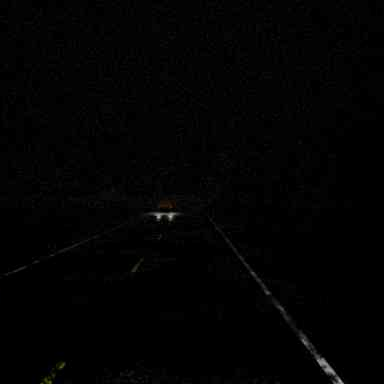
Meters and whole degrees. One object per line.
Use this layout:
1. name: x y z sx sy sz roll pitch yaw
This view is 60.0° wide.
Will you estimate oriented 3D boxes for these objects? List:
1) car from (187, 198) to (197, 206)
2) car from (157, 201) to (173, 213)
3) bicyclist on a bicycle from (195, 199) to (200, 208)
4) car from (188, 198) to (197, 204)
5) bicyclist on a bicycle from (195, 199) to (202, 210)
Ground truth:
1. car: 0.063 2.233 70.963 1.812 1.442 4.674 0 -1 0
2. car: -3.544 1.923 44.796 1.882 1.535 5.008 0 -1 0
3. bicyclist on a bicycle: 0.997 2.019 58.440 0.866 1.612 1.509 0 -1 0
4. car: 0.073 2.239 81.369 2.033 1.411 5.357 0 -1 0
5. bicyclist on a bicycle: 0.988 1.926 49.127 0.866 1.612 1.509 0 -1 0
